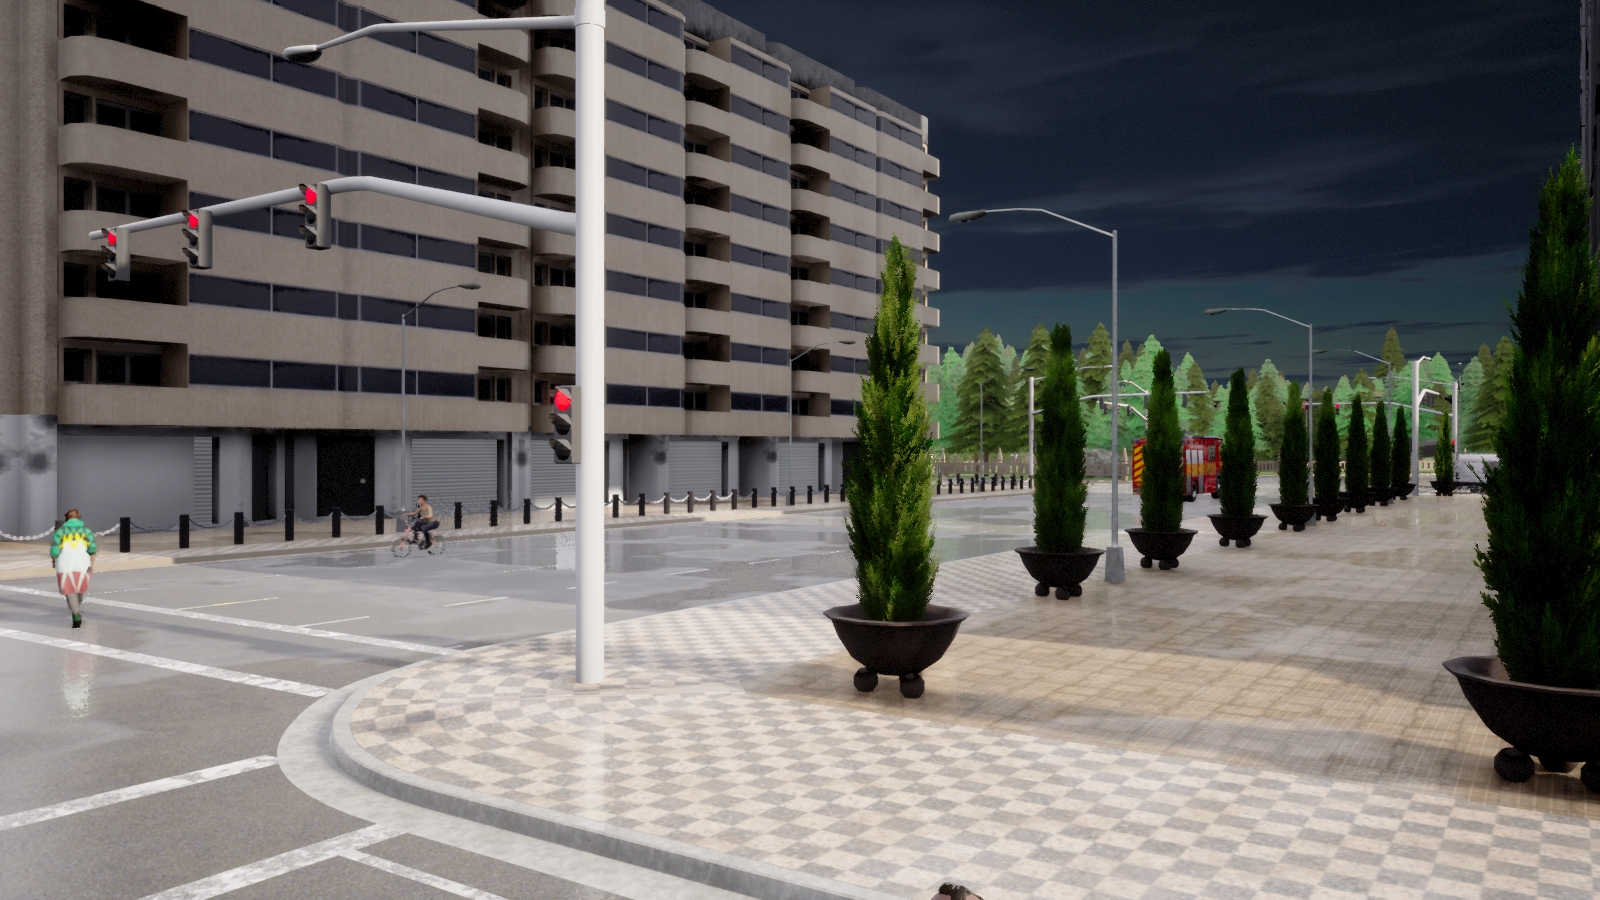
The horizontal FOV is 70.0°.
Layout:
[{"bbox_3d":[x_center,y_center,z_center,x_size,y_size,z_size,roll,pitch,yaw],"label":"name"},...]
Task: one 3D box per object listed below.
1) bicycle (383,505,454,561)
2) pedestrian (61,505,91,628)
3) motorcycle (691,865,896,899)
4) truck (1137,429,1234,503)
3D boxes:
[{"bbox_3d":[-9.729,2.102,29.160,0.859,1.276,1.487,2,2,41],"label":"bicycle"},{"bbox_3d":[-11.296,1.804,17.825,0.375,1.860,0.375,0,0,-37],"label":"pedestrian"},{"bbox_3d":[0.516,2.205,3.364,2.209,1.251,0.867,0,0,34],"label":"motorcycle"},{"bbox_3d":[21.438,0.835,63.219,2.891,3.827,8.468,0,0,34],"label":"truck"}]
